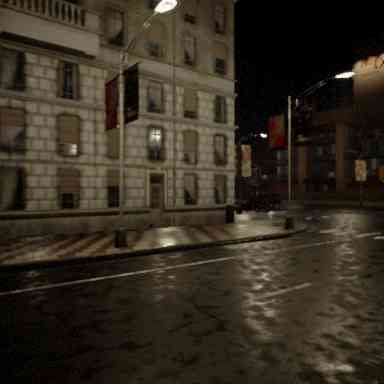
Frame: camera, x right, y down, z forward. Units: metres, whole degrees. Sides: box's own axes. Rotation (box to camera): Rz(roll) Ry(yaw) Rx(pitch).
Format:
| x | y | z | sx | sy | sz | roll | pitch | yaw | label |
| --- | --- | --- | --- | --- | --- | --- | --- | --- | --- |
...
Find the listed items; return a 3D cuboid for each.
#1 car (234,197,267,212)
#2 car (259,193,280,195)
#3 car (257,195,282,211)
| x | y | z | sx | sy | sz | roll | pitch | yaw | label |
| --- | --- | --- | --- | --- | --- | --- | --- | --- | --- |
| 5.776 | 1.553 | 37.685 | 1.895 | 1.301 | 4.718 | 0 | 0 | -36 | car |
| 12.156 | 1.147 | 54.719 | 2.150 | 2.045 | 5.566 | 0 | 0 | -36 | car |
| 8.420 | 1.472 | 40.002 | 1.812 | 1.442 | 4.674 | 0 | 0 | -36 | car |
